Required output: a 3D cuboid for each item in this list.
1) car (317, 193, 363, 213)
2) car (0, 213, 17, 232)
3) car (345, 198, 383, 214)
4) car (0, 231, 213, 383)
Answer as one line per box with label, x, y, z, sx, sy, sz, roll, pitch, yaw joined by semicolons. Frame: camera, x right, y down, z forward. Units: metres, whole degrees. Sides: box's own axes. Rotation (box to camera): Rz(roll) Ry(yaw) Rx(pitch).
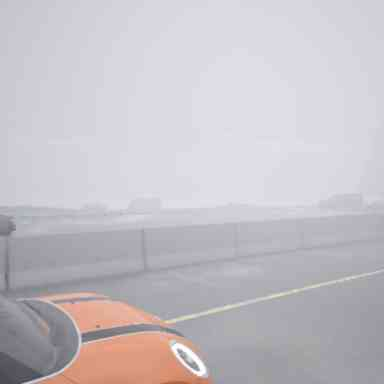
car;16.478;1.144;36.610;5.566;2.045;2.150;0;0;-23
car;-10.062;1.442;13.885;4.902;1.511;2.128;0;0;-35
car;18.266;1.537;33.567;4.718;1.301;1.895;0;0;-23
car;-1.998;1.344;2.201;4.553;1.767;2.097;0;0;-36
